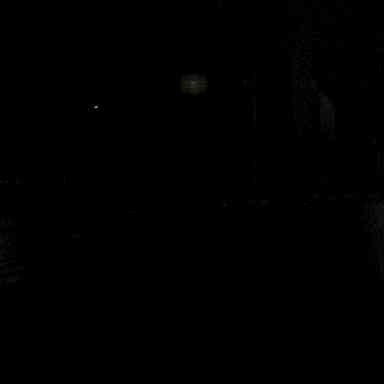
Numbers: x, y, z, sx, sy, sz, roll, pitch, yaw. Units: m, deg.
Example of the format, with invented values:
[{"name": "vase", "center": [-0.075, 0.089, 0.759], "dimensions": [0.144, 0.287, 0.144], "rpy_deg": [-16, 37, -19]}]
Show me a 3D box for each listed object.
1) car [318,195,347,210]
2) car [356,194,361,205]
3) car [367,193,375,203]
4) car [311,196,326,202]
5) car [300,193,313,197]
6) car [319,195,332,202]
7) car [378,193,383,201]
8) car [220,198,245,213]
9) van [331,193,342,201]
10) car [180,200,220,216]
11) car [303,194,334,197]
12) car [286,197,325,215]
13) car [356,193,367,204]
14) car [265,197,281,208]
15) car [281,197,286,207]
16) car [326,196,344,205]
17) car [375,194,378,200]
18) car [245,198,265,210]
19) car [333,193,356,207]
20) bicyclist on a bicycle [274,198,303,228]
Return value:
[{"name": "car", "center": [17.193, 1.377, 40.763], "dimensions": [1.887, 1.381, 4.507], "rpy_deg": [0, 0, 35]}, {"name": "car", "center": [23.614, 1.378, 50.034], "dimensions": [1.947, 1.339, 4.313], "rpy_deg": [0, 0, 35]}, {"name": "car", "center": [33.244, 1.100, 63.943], "dimensions": [2.192, 1.841, 5.009], "rpy_deg": [0, 0, 35]}, {"name": "car", "center": [26.243, 1.418, 68.804], "dimensions": [1.947, 1.339, 4.313], "rpy_deg": [0, 0, 35]}, {"name": "car", "center": [19.821, 1.415, 59.531], "dimensions": [1.887, 1.381, 4.507], "rpy_deg": [0, 0, 35]}, {"name": "car", "center": [29.453, 1.427, 73.439], "dimensions": [1.802, 1.307, 4.206], "rpy_deg": [0, 0, 35]}, {"name": "car", "center": [42.875, 1.359, 77.848], "dimensions": [1.802, 1.307, 4.206], "rpy_deg": [-1, 0, 35]}, {"name": "car", "center": [3.766, 1.366, 36.348], "dimensions": [1.967, 1.590, 4.097], "rpy_deg": [0, 0, 35]}, {"name": "van", "center": [35.872, 1.186, 82.713], "dimensions": [1.690, 1.788, 3.998], "rpy_deg": [-1, 0, 35]}, {"name": "car", "center": [0.557, 1.524, 31.713], "dimensions": [1.802, 1.307, 4.206], "rpy_deg": [0, 0, 35]}, {"name": "car", "center": [17.338, 1.337, 45.485], "dimensions": [2.128, 1.511, 4.902], "rpy_deg": [-1, 0, 35]}, {"name": "car", "center": [10.773, 1.424, 31.491], "dimensions": [1.947, 1.339, 4.313], "rpy_deg": [0, 0, 35]}, {"name": "car", "center": [26.823, 1.118, 54.671], "dimensions": [2.192, 1.841, 5.009], "rpy_deg": [0, 0, 35]}, {"name": "car", "center": [10.092, 1.426, 45.481], "dimensions": [1.752, 1.417, 4.829], "rpy_deg": [0, 0, 35]}, {"name": "car", "center": [13.399, 1.455, 50.258], "dimensions": [1.947, 1.339, 4.313], "rpy_deg": [0, 0, 35]}, {"name": "car", "center": [23.194, 1.354, 53.943], "dimensions": [1.812, 1.442, 4.674], "rpy_deg": [-1, 0, 35]}, {"name": "car", "center": [36.552, 1.303, 68.717], "dimensions": [1.752, 1.417, 4.829], "rpy_deg": [-1, 0, 35]}, {"name": "car", "center": [6.978, 1.494, 40.985], "dimensions": [1.802, 1.307, 4.206], "rpy_deg": [0, 0, 35]}, {"name": "car", "center": [20.403, 1.137, 45.400], "dimensions": [2.192, 1.841, 5.009], "rpy_deg": [0, 0, 35]}, {"name": "bicyclist on a bicycle", "center": [5.304, 1.177, 18.392], "dimensions": [1.656, 1.620, 0.582], "rpy_deg": [-1, 0, 35]}]
